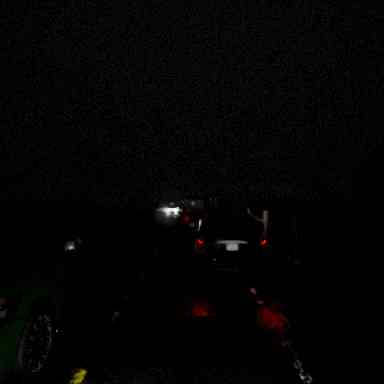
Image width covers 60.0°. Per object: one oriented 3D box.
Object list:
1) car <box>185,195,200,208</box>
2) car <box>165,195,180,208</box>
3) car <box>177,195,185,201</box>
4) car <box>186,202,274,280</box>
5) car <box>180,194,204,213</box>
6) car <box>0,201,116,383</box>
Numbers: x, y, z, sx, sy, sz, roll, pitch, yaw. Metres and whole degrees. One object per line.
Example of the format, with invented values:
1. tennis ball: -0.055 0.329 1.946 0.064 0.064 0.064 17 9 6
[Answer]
1. car: 0.083 1.324 47.723 2.097 1.767 4.553 0 0 0
2. car: -2.760 1.465 47.755 2.128 1.511 4.902 0 0 0
3. car: -2.612 1.488 83.170 1.837 1.490 4.892 0 0 0
4. car: 0.976 1.340 10.103 2.097 1.767 4.553 0 0 0
5. car: 0.121 1.192 35.918 2.150 2.045 5.566 0 0 0
6. car: -2.843 1.215 5.696 2.150 2.045 5.566 0 0 0
